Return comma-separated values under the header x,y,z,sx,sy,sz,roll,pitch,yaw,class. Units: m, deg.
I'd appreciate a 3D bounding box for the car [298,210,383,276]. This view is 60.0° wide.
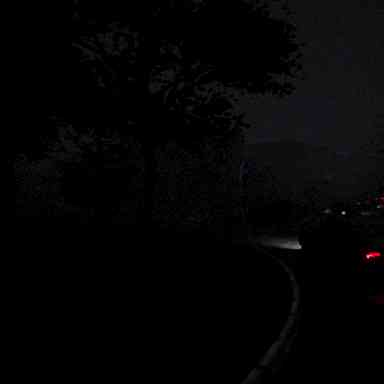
x,y,z,sx,sy,sz,roll,pitch,yaw,class
4.873,1.510,10.160,2.033,1.411,5.357,0,0,1,car

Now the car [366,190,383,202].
x,y,z,sx,sy,sz,roll,pitch,yaw,class
24.622,0.801,42.957,2.033,1.411,5.357,-1,1,43,car

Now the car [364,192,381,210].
x,y,z,sx,sy,sz,roll,pitch,yaw,class
18.231,1.078,35.211,1.994,1.385,4.181,-1,1,38,car

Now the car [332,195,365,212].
x,y,z,sx,sy,sz,roll,pitch,yaw,class
12.555,1.265,26.902,1.837,1.490,4.892,-1,1,31,car

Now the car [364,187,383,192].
x,y,z,sx,sy,sz,roll,pitch,yaw,class
37.017,-0.025,68.403,5.008,1.535,2.097,-3,1,-42,car
